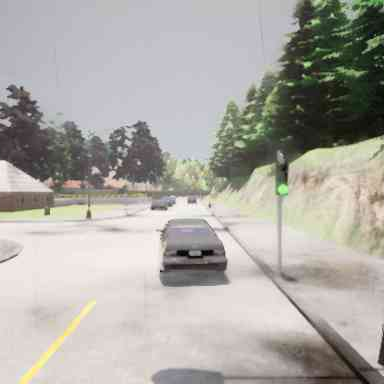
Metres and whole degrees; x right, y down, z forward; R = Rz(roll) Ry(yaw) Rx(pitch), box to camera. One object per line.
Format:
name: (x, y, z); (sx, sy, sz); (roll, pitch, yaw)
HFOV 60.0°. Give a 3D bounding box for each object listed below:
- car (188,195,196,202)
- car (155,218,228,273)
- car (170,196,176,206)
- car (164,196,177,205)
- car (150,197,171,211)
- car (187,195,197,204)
car: (0.014, 1.530, 77.190); (1.812, 1.442, 4.674); (0, 0, 0)
car: (-0.174, 1.565, 10.756); (2.033, 1.411, 5.357); (0, 0, -6)
car: (-4.056, 1.560, 52.197); (1.882, 1.535, 5.008); (0, 0, 1)
car: (-3.989, 1.590, 62.289); (2.128, 1.511, 4.902); (0, 0, 0)
car: (-4.088, 1.631, 42.194); (1.994, 1.385, 4.181); (0, 0, 0)
car: (0.012, 1.598, 66.830); (2.128, 1.511, 4.902); (0, 0, 0)
